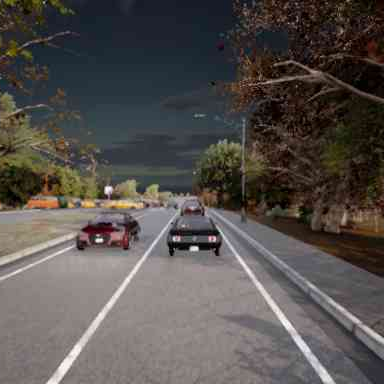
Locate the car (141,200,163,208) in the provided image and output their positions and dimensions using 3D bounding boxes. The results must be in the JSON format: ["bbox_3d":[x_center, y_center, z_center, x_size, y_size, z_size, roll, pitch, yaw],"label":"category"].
[{"bbox_3d":[-10.497,3.149,88.432,5.566,2.045,2.435,0,-3,0],"label":"car"}]

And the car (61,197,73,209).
[{"bbox_3d":[-23.531,1.795,55.369,5.566,2.045,2.435,0,-2,0],"label":"car"}]

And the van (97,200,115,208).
[{"bbox_3d":[-23.670,3.278,91.331,4.442,1.987,1.878,0,-3,0],"label":"van"}]

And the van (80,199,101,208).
[{"bbox_3d":[-23.651,2.677,77.510,4.442,1.987,1.878,0,-2,0],"label":"van"}]

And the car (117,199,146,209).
[{"bbox_3d":[-10.459,2.073,57.933,4.553,1.767,2.185,0,-2,0],"label":"car"}]

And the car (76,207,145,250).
[{"bbox_3d":[-3.368,1.564,14.069,1.994,1.385,4.181,0,0,0],"label":"car"}]

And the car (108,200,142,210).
[{"bbox_3d":[-10.427,2.006,52.383,4.892,1.521,2.231,0,-2,0],"label":"car"}]

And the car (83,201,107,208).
[{"bbox_3d":[-23.354,3.009,80.271,5.366,1.575,1.946,0,-2,0],"label":"car"}]

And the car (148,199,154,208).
[{"bbox_3d":[-10.403,2.053,60.708,5.566,2.045,2.435,0,-2,0],"label":"car"}]

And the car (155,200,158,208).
[{"bbox_3d":[-10.453,2.737,71.794,5.008,1.535,2.097,0,-2,0],"label":"car"}]

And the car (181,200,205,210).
[{"bbox_3d":[0.052,1.467,30.287,2.097,1.767,4.553,0,-1,0],"label":"car"}]

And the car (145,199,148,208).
[{"bbox_3d":[-10.431,2.097,55.153,5.008,1.535,2.097,0,-2,0],"label":"car"}]

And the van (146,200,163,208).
[{"bbox_3d":[-10.357,3.328,91.203,4.442,1.987,1.878,0,-3,0],"label":"van"}]

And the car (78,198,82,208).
[{"bbox_3d":[-23.506,2.256,60.892,4.892,1.521,2.231,0,-2,0],"label":"car"}]

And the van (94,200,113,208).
[{"bbox_3d":[-23.432,3.119,88.432,4.442,1.987,1.878,0,-3,0],"label":"van"}]

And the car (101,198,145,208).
[{"bbox_3d":[-10.232,1.919,49.615,5.366,1.575,1.946,0,-2,0],"label":"car"}]

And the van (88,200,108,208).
[{"bbox_3d":[-23.425,2.894,83.045,4.442,1.987,1.878,0,-2,0],"label":"van"}]

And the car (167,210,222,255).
[{"bbox_3d":[0.081,1.615,13.399,1.895,1.301,4.718,0,0,0],"label":"car"}]

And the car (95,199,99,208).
[{"bbox_3d":[-23.522,2.687,71.965,5.008,1.535,2.097,0,-2,0],"label":"car"}]

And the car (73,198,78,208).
[{"bbox_3d":[-23.323,2.146,58.127,5.366,1.575,1.946,0,-2,0],"label":"car"}]

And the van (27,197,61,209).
[{"bbox_3d":[-23.617,1.725,52.477,4.442,1.987,1.878,0,-2,0],"label":"van"}]

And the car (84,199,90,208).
[{"bbox_3d":[-23.488,2.345,66.433,4.553,1.767,2.185,0,-2,0],"label":"car"}]

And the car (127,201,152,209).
[{"bbox_3d":[-10.443,2.560,66.244,4.674,1.452,2.002,0,-2,0],"label":"car"}]

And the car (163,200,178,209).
[{"bbox_3d":[-3.395,2.223,56.851,1.837,1.490,4.892,0,-2,0],"label":"car"}]

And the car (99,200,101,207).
[{"bbox_3d":[-23.525,2.796,74.733,4.892,1.521,2.231,0,-2,0],"label":"car"}]

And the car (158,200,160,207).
[{"bbox_3d":[-10.425,2.983,77.340,4.792,1.488,2.163,0,-2,0],"label":"car"}]

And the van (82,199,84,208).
[{"bbox_3d":[-23.632,2.137,63.669,4.442,1.987,1.878,0,-2,0],"label":"van"}]

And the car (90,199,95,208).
[{"bbox_3d":[-23.518,2.574,69.071,5.008,1.535,2.097,0,-2,0],"label":"car"}]
